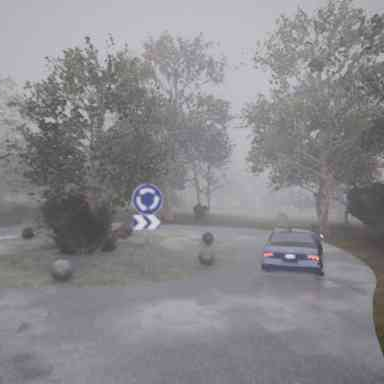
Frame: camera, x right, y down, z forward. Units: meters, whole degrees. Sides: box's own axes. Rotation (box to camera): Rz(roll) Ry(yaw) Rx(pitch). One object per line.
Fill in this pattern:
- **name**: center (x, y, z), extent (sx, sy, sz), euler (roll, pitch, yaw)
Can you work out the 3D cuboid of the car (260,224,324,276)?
- **car**: center (3.547, 1.848, 11.606), extent (2.033, 1.411, 5.357), euler (0, 0, 19)
